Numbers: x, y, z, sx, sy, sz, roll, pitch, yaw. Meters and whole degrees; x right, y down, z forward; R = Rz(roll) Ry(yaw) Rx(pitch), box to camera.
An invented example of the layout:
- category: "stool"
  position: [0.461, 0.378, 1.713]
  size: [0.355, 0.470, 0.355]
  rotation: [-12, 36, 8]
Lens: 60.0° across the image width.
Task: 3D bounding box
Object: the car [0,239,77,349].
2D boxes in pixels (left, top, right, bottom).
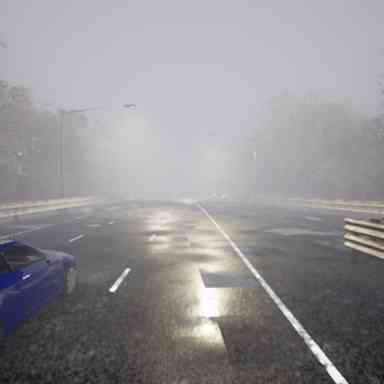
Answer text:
- category: "car"
  position: [-3.426, 1.486, 5.403]
  size: [1.812, 1.442, 4.674]
  rotation: [0, 0, 0]
